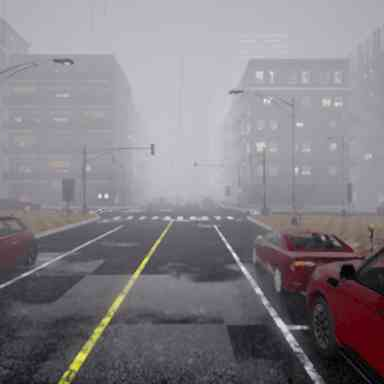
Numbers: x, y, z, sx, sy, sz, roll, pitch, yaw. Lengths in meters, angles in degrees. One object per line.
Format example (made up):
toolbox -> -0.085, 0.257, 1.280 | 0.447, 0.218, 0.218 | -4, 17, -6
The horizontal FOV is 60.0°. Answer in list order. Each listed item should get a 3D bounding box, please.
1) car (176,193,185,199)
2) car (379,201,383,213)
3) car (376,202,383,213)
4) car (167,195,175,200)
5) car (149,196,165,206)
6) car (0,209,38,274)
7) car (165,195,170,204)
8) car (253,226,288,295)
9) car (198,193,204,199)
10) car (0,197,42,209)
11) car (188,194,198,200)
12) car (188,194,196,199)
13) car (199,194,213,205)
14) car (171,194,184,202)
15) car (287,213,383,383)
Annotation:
car -> -3.029, 1.006, 87.964 | 2.033, 1.411, 5.357 | 0, 0, 0
car -> 26.244, 1.925, 41.573 | 4.829, 1.417, 1.752 | 1, -1, 0
car -> 20.836, 1.689, 33.219 | 4.097, 1.590, 1.967 | 1, -1, 0
car -> -5.712, 1.398, 90.675 | 2.008, 1.369, 4.403 | 1, 0, 0
car -> -5.699, 1.434, 51.841 | 1.752, 1.417, 4.829 | 1, 0, 0
car -> -5.684, 1.425, 8.485 | 1.967, 1.590, 4.097 | 1, 0, 0
car -> -5.703, 1.435, 63.058 | 1.887, 1.381, 4.507 | 1, 0, 0
car -> 2.695, 1.529, 8.486 | 1.887, 1.381, 4.507 | 1, 0, 0
car -> 2.679, 1.330, 63.046 | 1.967, 1.590, 4.097 | 1, 0, 0
car -> -17.262, 1.200, 32.882 | 4.507, 1.381, 1.887 | 1, -1, 0
car -> -0.026, 1.212, 83.752 | 2.097, 1.767, 4.553 | 0, 0, 0
car -> -0.029, 1.314, 93.789 | 2.033, 1.411, 5.357 | 0, 0, 0
car -> 2.680, 1.444, 57.523 | 1.887, 1.381, 4.507 | 1, 0, 0
car -> -3.023, 1.400, 72.299 | 1.812, 1.442, 4.674 | 0, 0, 0
car -> 2.699, 1.310, 2.926 | 2.192, 1.841, 5.009 | 1, 0, 0
